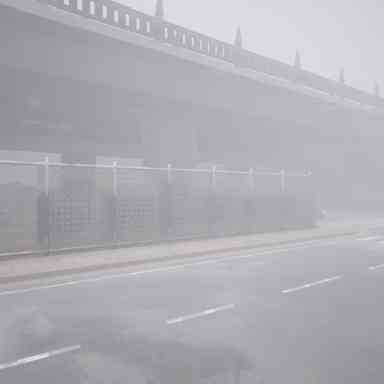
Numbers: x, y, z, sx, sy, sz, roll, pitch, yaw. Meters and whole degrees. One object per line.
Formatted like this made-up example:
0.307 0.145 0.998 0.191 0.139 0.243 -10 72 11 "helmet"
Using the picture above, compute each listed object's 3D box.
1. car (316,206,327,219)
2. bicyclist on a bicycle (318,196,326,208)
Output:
9.102 1.491 28.521 2.128 1.511 4.902 0 0 -36 "car"
16.684 1.301 42.717 1.656 1.620 0.582 0 0 -36 "bicyclist on a bicycle"
